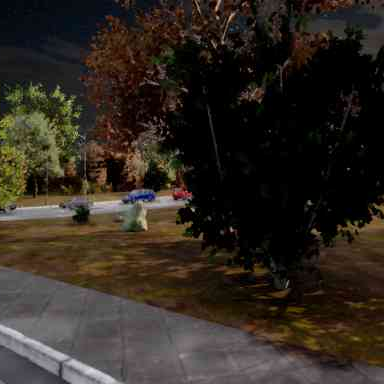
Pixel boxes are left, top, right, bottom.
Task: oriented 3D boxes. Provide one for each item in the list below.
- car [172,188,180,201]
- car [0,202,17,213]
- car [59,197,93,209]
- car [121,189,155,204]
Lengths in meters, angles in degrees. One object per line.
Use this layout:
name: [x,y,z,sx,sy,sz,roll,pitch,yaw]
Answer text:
car: [-0.798,0.261,53.681,2.150,2.045,5.566,0,2,40]
car: [-21.005,1.533,34.658,2.128,1.511,4.902,0,1,39]
car: [-14.742,1.385,42.386,1.994,1.385,4.181,0,2,38]
car: [-8.092,0.627,50.555,2.150,2.045,5.566,0,3,40]
